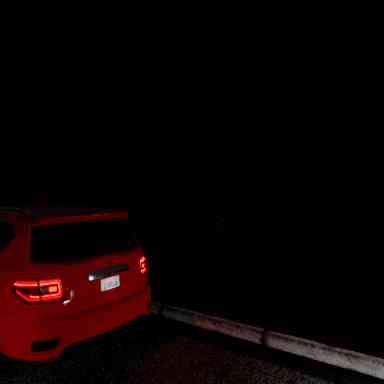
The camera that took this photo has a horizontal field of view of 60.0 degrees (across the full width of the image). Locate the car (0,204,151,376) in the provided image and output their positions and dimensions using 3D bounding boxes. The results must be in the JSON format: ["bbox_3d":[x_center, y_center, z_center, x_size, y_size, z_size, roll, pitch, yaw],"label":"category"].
[{"bbox_3d":[-3.215,1.229,5.670,5.566,2.045,2.150,0,0,35],"label":"car"}]
